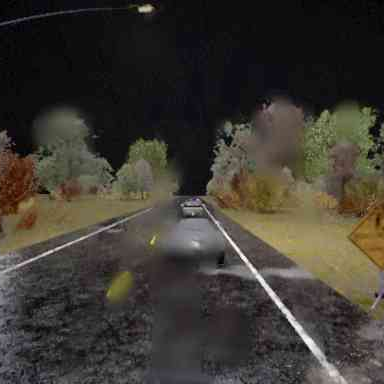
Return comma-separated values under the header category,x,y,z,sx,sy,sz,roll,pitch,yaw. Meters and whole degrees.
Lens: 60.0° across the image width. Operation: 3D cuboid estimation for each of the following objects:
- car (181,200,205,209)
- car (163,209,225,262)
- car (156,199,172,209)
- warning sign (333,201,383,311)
category,x,y,z,sx,sy,sz,roll,pitch,yaw
car,0.083,1.440,28.088,2.128,1.511,4.902,0,0,0
car,0.079,1.539,11.962,1.994,1.385,4.181,0,0,0
car,-3.591,1.534,42.991,1.895,1.301,4.718,0,0,0
warning sign,3.536,1.102,6.233,1.300,1.860,1.060,-1,-1,0
